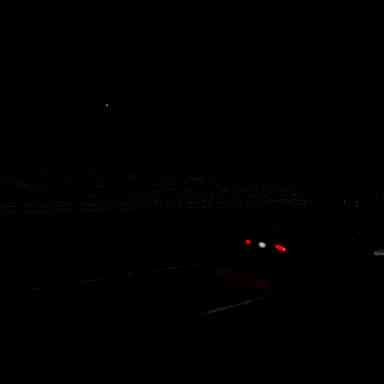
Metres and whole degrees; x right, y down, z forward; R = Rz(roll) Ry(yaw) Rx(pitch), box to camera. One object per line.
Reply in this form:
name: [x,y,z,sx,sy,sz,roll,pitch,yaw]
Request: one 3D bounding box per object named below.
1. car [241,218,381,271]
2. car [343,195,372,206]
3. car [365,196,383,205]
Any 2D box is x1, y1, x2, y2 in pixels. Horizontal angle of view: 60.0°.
car: [4.068,1.576,10.990,5.357,1.411,2.033,0,0,-35]
car: [23.722,1.396,47.074,5.566,2.045,2.150,1,0,-36]
car: [25.427,1.649,43.987,5.008,1.535,1.882,0,0,-37]
